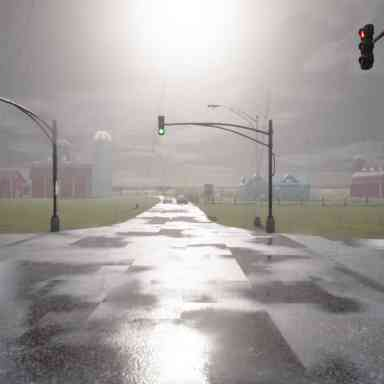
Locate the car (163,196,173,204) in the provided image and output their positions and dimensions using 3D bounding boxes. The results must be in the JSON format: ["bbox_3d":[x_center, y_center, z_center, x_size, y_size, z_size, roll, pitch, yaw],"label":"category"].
[{"bbox_3d":[-4.790,1.556,65.757,1.812,1.442,4.674,0,0,-3],"label":"car"}]

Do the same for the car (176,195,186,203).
[{"bbox_3d":[-2.423,1.447,71.743,1.837,1.490,4.892,0,0,-4],"label":"car"}]

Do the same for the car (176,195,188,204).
[{"bbox_3d":[-1.797,1.622,61.760,1.895,1.301,4.718,0,0,-3],"label":"car"}]
